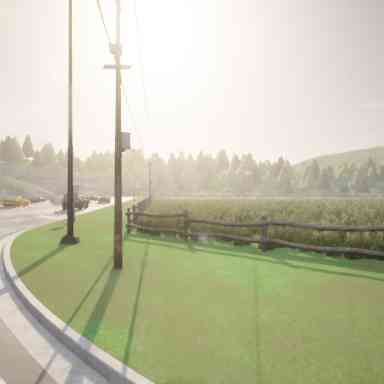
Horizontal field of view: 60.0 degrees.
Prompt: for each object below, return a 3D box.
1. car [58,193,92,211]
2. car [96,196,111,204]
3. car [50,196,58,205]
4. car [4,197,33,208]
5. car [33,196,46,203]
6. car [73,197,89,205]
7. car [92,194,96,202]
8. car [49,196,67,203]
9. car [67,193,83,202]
[{"bbox_3d":[-14.220,1.195,40.723,2.150,2.045,5.566,0,0,-6],"label":"car"},{"bbox_3d":[-16.622,1.468,63.685,1.837,1.490,4.892,0,0,-6],"label":"car"},{"bbox_3d":[-23.297,1.486,59.241,1.812,1.442,4.674,0,0,-6],"label":"car"},{"bbox_3d":[-25.617,1.442,48.742,1.882,1.535,5.008,0,0,-6],"label":"car"},{"bbox_3d":[-31.185,1.507,67.461,1.994,1.385,4.181,0,0,-6],"label":"car"},{"bbox_3d":[-19.809,1.563,59.541,1.895,1.301,4.718,0,0,-6],"label":"car"},{"bbox_3d":[-20.847,1.290,69.460,1.837,1.490,4.892,0,0,-6],"label":"car"},{"bbox_3d":[-27.865,1.494,69.287,2.033,1.411,5.357,0,0,-6],"label":"car"},{"bbox_3d":[-24.324,1.143,69.066,2.097,1.767,4.553,0,0,-6],"label":"car"}]
